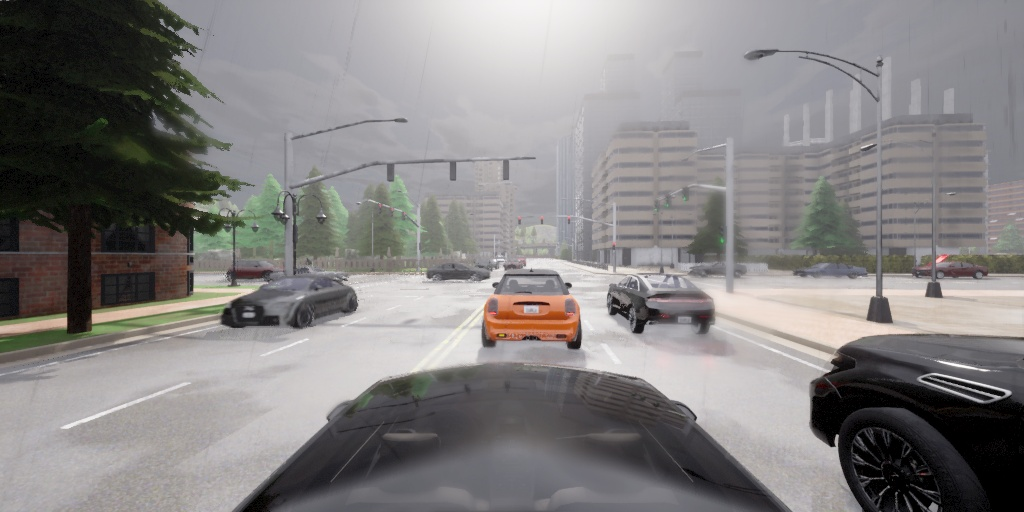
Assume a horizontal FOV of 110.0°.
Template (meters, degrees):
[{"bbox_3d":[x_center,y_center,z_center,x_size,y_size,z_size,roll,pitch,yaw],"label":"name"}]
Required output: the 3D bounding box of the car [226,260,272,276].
[{"bbox_3d":[-20.233,1.101,28.868,4.553,1.767,2.097,0,0,4],"label":"car"}]

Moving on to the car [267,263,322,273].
[{"bbox_3d":[-13.918,1.351,24.898,4.718,1.301,1.895,0,0,4],"label":"car"}]

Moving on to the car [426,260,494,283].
[{"bbox_3d":[-4.130,1.256,27.700,4.892,1.490,1.837,0,0,4],"label":"car"}]

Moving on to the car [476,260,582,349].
[{"bbox_3d":[0.517,1.102,9.368,2.097,1.767,4.553,0,0,3],"label":"car"}]

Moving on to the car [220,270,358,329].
[{"bbox_3d":[-6.566,1.314,11.116,1.994,1.385,4.181,0,0,4],"label":"car"}]

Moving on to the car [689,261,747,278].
[{"bbox_3d":[19.002,1.241,33.254,4.902,1.511,2.128,0,0,4],"label":"car"}]

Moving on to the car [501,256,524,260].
[{"bbox_3d":[0.135,1.102,50.056,2.097,1.767,4.553,0,0,4],"label":"car"}]

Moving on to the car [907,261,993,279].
[{"bbox_3d":[38.753,1.228,31.822,5.008,1.535,1.882,0,0,4],"label":"car"}]

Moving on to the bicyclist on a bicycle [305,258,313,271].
[{"bbox_3d":[-22.758,1.051,40.054,0.582,1.620,1.656,0,0,4],"label":"bicyclist on a bicycle"}]

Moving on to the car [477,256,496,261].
[{"bbox_3d":[-3.759,1.102,45.884,2.097,1.767,4.553,0,0,6],"label":"car"}]

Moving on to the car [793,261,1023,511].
[{"bbox_3d":[3.708,0.971,0.759,2.150,2.045,5.566,0,0,0],"label":"car"}]

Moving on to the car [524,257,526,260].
[{"bbox_3d":[0.781,1.314,58.652,1.994,1.385,4.181,0,0,5],"label":"car"}]

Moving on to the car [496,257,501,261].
[{"bbox_3d":[-3.024,1.241,54.804,2.128,1.511,4.902,0,0,4],"label":"car"}]

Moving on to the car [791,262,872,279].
[{"bbox_3d":[28.850,1.297,32.544,5.357,1.411,2.033,0,0,4],"label":"car"}]

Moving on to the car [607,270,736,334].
[{"bbox_3d":[4.092,1.241,10.596,2.128,1.511,4.902,0,0,4],"label":"car"}]
